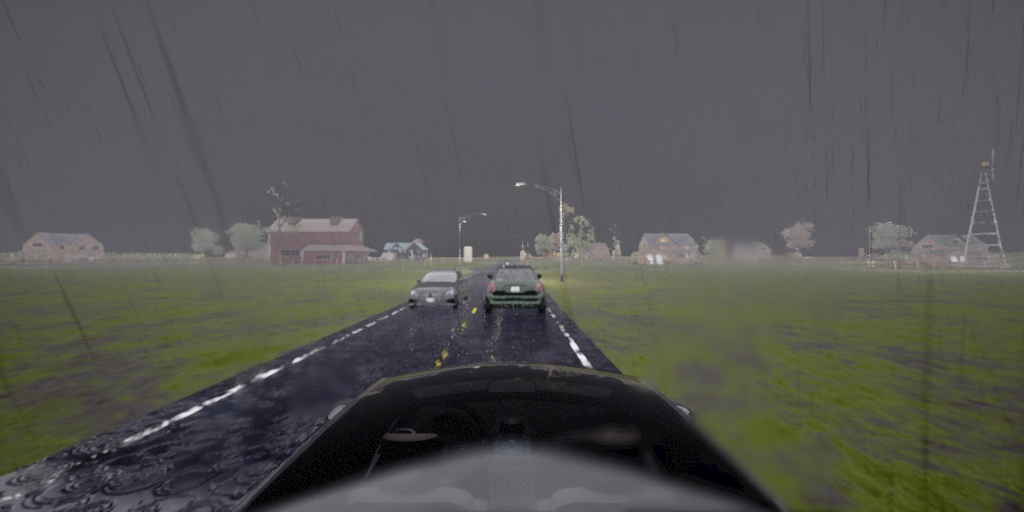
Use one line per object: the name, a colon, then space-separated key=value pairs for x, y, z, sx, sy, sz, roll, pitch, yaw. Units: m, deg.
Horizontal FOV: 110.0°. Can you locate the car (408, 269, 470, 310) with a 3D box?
car: x=-2.845 y=1.274 z=14.815 sx=1.812 sy=1.442 sz=4.674 roll=0 pitch=0 yaw=0

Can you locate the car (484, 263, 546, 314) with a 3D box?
car: x=0.104 y=1.100 z=13.824 sx=2.097 sy=1.767 sz=4.553 roll=0 pitch=0 yaw=0
